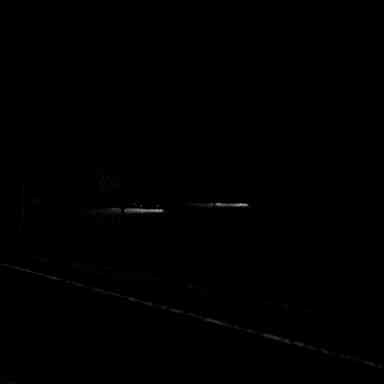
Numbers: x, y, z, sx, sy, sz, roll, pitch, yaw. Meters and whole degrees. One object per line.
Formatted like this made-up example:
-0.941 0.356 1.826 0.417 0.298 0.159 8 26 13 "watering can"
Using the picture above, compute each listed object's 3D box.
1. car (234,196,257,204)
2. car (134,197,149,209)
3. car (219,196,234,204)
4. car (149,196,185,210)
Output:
9.336 1.344 56.272 1.994 1.385 4.181 0 1 35 "car"
-5.308 1.362 42.748 1.837 1.490 4.892 0 1 38 "car"
6.483 1.339 58.299 1.994 1.385 4.181 0 1 35 "car"
-2.763 1.437 40.325 1.994 1.385 4.181 0 0 38 "car"
